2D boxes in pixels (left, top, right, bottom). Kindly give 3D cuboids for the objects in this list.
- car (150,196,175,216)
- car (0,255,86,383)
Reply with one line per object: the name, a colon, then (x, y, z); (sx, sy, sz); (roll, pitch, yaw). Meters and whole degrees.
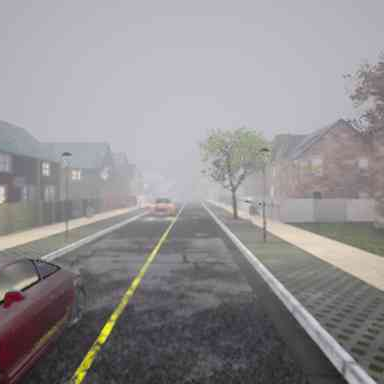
car: (-2.754, 1.317, 31.822); (2.097, 1.767, 4.553); (0, 0, 0)
car: (-2.841, 1.551, 4.118); (1.994, 1.385, 4.181); (0, 0, 0)
